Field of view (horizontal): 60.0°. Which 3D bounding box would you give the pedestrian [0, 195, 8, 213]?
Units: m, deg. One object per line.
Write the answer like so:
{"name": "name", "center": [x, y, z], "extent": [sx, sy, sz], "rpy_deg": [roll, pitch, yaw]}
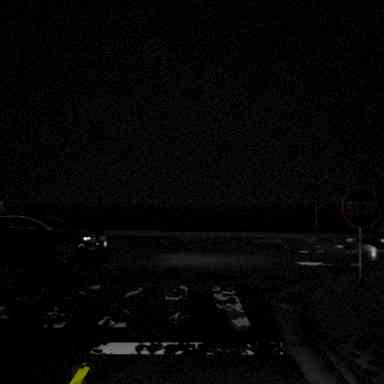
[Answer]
{"name": "pedestrian", "center": [-9.677, 1.065, 16.932], "extent": [0.375, 1.860, 0.375], "rpy_deg": [0, -1, 0]}

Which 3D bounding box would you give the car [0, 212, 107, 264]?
{"name": "car", "center": [-5.355, 1.432, 11.088], "extent": [4.902, 1.511, 2.128], "rpy_deg": [1, 0, 0]}

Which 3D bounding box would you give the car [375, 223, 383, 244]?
{"name": "car", "center": [10.356, 1.506, 14.121], "extent": [4.553, 1.767, 2.097], "rpy_deg": [1, 0, 0]}
